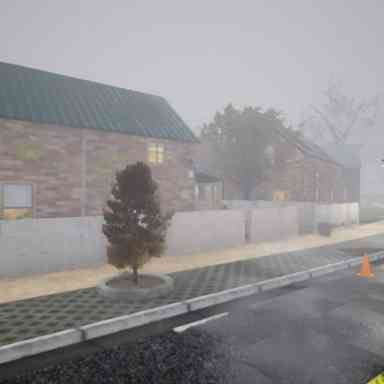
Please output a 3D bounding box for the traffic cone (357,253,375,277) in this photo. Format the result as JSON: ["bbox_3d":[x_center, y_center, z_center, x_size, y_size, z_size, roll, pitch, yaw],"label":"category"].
[{"bbox_3d":[4.695,1.956,8.983,0.340,0.580,0.340,0,0,-38],"label":"traffic cone"}]
